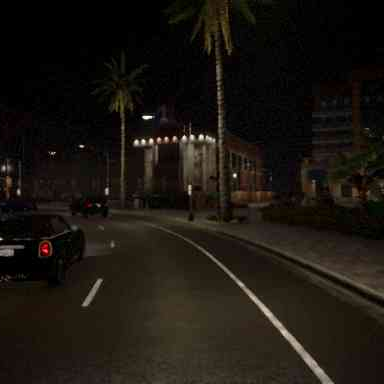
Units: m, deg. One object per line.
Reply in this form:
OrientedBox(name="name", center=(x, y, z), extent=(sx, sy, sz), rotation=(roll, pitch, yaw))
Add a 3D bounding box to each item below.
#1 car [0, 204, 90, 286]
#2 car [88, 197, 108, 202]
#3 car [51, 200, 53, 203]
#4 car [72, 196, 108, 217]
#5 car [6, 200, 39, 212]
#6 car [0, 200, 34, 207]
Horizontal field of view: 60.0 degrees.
OrientedBox(name="car", center=(-4.470, 1.400, 9.588), extent=(2.097, 1.767, 4.553), rotation=(0, 0, -9))
OrientedBox(name="car", center=(-24.002, 1.952, 85.052), extent=(4.718, 1.301, 1.895), rotation=(0, 0, 24))
OrientedBox(name="car", center=(-31.210, 1.593, 68.450), extent=(4.553, 1.767, 2.185), rotation=(0, 0, 24))
OrientedBox(name="car", center=(-9.916, 1.366, 31.921), extent=(2.150, 2.045, 5.566), rotation=(0, 0, -36))
OrientedBox(name="car", center=(-22.010, 1.785, 43.177), extent=(4.181, 1.385, 1.994), rotation=(0, 0, 34))
OrientedBox(name="car", center=(-19.809, 1.671, 37.218), extent=(5.008, 1.535, 1.882), rotation=(0, 0, 41))
